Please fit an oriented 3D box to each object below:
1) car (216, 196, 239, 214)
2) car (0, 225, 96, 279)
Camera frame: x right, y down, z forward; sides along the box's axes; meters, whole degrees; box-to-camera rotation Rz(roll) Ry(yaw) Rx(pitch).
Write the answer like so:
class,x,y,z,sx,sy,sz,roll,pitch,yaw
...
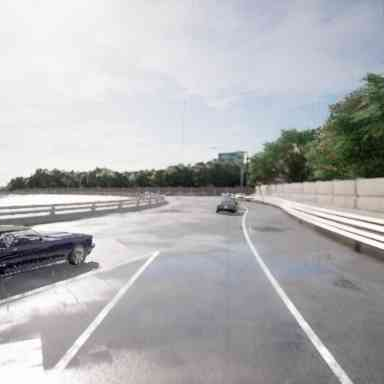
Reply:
class,x,y,z,sx,sy,sz,roll,pitch,yaw
car,3.642,1.390,33.738,1.994,1.385,4.181,0,0,12
car,-4.798,1.536,8.815,1.895,1.301,4.718,0,0,26
